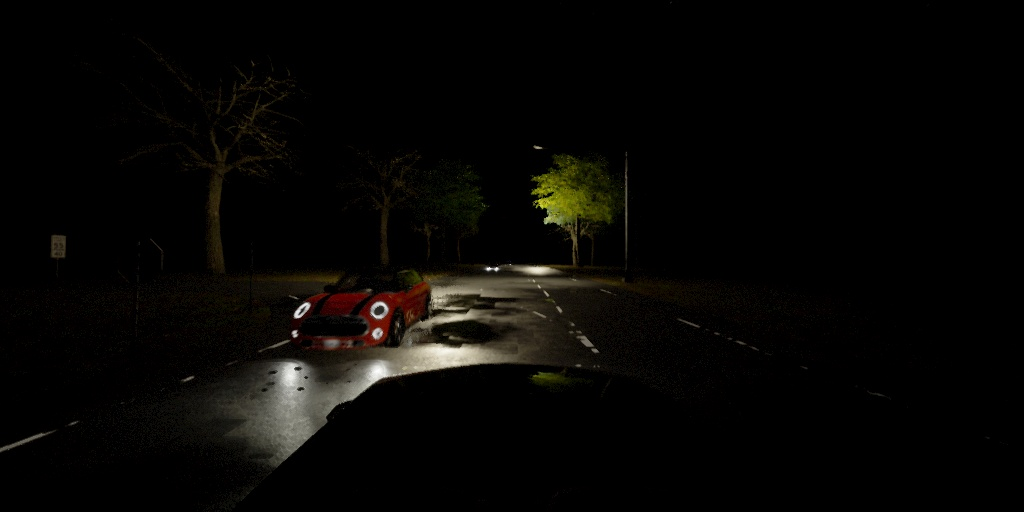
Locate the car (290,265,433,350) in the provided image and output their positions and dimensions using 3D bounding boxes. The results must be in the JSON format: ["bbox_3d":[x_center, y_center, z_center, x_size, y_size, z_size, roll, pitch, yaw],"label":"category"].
[{"bbox_3d":[-3.497,1.082,9.201,2.097,1.767,4.553,0,1,0],"label":"car"}]
